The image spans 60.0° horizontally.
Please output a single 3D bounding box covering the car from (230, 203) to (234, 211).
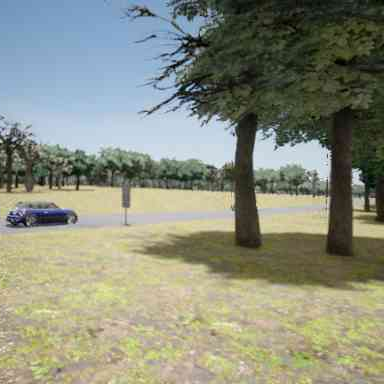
[{"bbox_3d":[8.648,2.275,57.135,2.150,2.045,5.566,2,0,35],"label":"car"}]

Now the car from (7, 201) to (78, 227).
[{"bbox_3d":[-10.430,1.446,23.647,2.097,1.767,4.553,2,-1,35],"label":"car"}]
